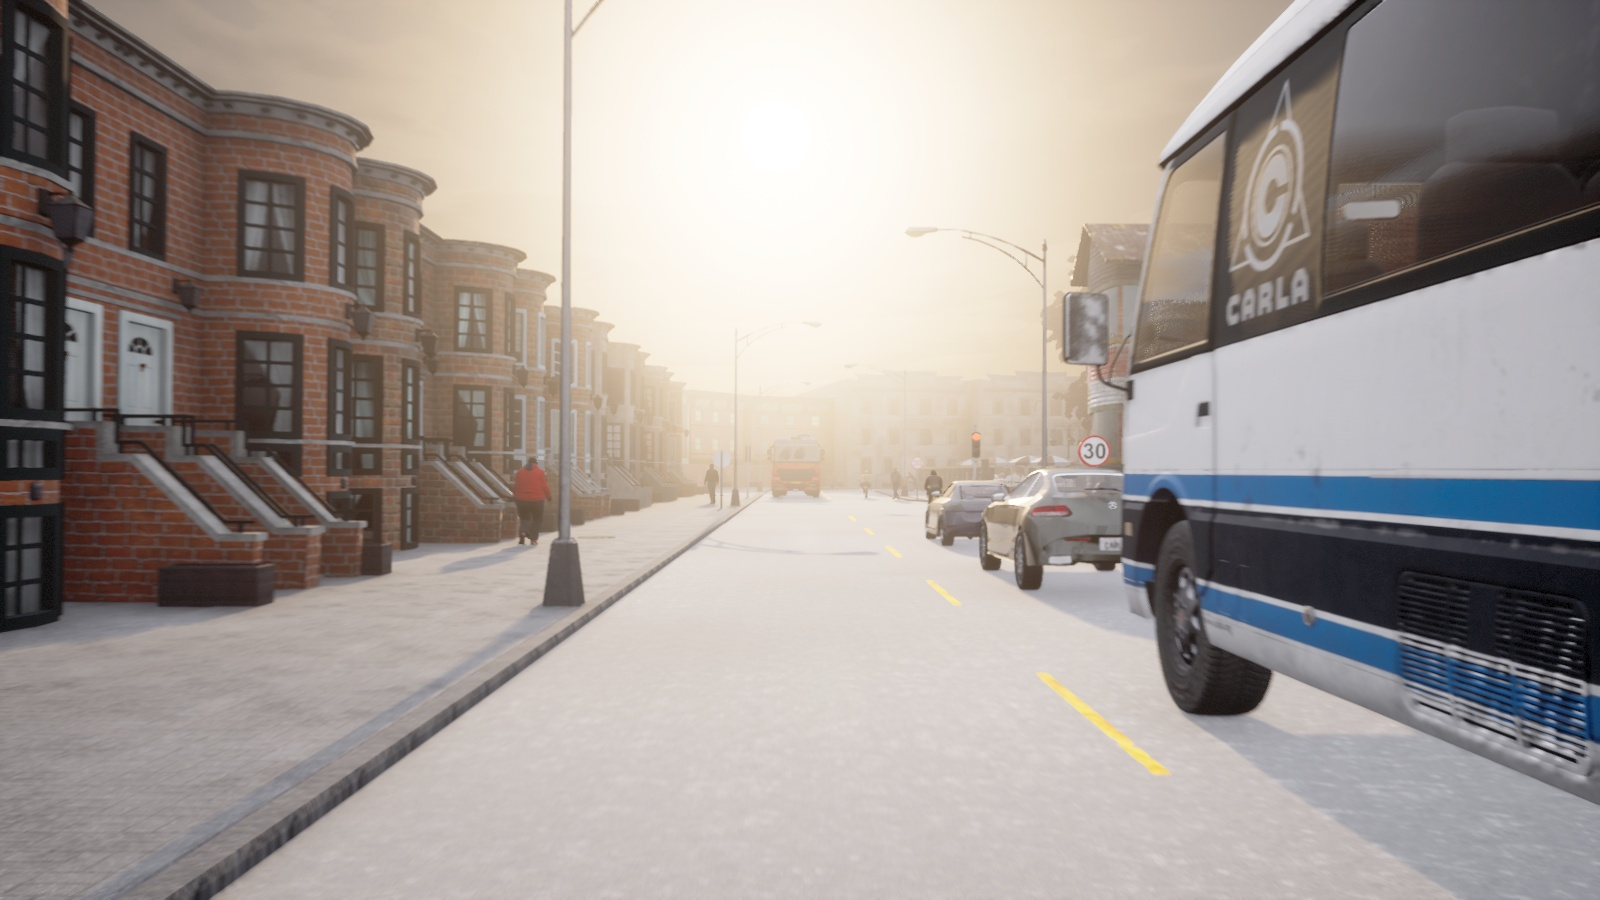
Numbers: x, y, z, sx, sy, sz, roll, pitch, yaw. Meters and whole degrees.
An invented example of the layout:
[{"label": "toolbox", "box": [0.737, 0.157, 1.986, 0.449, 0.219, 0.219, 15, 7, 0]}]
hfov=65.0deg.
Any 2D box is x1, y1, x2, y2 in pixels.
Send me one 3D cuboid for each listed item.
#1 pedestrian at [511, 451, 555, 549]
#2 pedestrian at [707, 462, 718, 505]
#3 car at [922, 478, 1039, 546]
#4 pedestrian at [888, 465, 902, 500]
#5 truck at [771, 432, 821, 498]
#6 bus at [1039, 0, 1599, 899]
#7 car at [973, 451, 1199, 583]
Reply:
[{"label": "pedestrian", "box": [-5.129, 0.949, 24.173, 0.634, 1.844, 0.899, 0, -1, 1]}, {"label": "pedestrian", "box": [-3.820, 1.459, 54.970, 0.376, 1.854, 0.720, 0, -1, 3]}, {"label": "car", "box": [3.931, 1.332, 28.046, 1.994, 1.385, 4.181, 0, -1, 0]}, {"label": "pedestrian", "box": [5.097, 1.718, 67.257, 0.540, 1.848, 0.694, -1, -1, 26]}, {"label": "truck", "box": [-0.218, 0.950, 77.649, 2.891, 3.827, 8.468, 0, -1, 0]}, {"label": "bus", "box": [3.981, -0.489, 5.291, 3.944, 4.253, 10.273, 0, -1, 0]}, {"label": "car", "box": [3.953, 0.885, 18.362, 2.152, 1.651, 5.027, 0, -1, 0]}]
